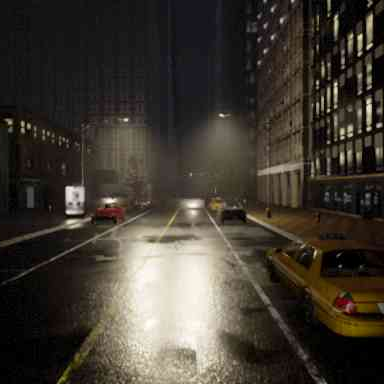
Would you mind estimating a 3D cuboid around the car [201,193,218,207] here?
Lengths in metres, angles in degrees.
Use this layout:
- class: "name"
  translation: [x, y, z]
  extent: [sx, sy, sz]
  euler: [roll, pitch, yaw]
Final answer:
- class: "car"
  translation: [2.698, 0.991, 45.190]
  extent: [2.192, 1.841, 5.009]
  euler: [0, 0, 0]

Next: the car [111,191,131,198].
- class: "car"
  translation: [-18.583, 0.696, 86.778]
  extent: [5.009, 1.841, 2.192]
  euler: [0, 1, 1]

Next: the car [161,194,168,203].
- class: "car"
  translation: [-5.678, 1.038, 56.237]
  extent: [1.967, 1.590, 4.097]
  euler: [0, 0, 0]

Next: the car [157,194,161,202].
- class: "car"
  translation: [-5.681, 1.257, 45.190]
  extent: [1.802, 1.307, 4.206]
  euler: [0, 0, 0]

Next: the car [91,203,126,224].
- class: "car"
  translation: [-5.687, 1.413, 23.094]
  extent: [1.802, 1.307, 4.206]
  euler: [0, 0, 0]

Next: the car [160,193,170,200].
- class: "car"
  translation: [-5.803, 1.037, 71.438]
  extent: [1.887, 1.381, 4.507]
  euler: [0, 0, 0]

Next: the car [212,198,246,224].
- class: "car"
  translation: [2.693, 1.383, 23.095]
  extent: [2.008, 1.369, 4.403]
  euler: [0, 0, 0]

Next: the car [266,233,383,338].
- class: "car"
  translation: [2.688, 1.476, 6.691]
  extent: [1.752, 1.417, 4.829]
  euler: [0, 0, 0]

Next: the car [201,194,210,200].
- class: "car"
  translation: [2.837, 1.065, 72.812]
  extent: [1.802, 1.307, 4.206]
  euler: [0, 0, 0]

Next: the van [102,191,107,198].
- class: "van"
  translation: [-24.123, 0.713, 86.838]
  extent: [3.998, 1.788, 1.690]
  euler: [0, 1, 1]

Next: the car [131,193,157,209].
- class: "car"
  translation: [-5.683, 1.154, 39.665]
  extent: [1.967, 1.590, 4.097]
  euler: [0, 0, 0]

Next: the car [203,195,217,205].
- class: "car"
  translation: [2.701, 1.182, 50.715]
  extent: [1.887, 1.381, 4.507]
  euler: [0, 0, 0]

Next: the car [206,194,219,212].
- class: "car"
  translation: [2.696, 1.278, 34.312]
  extent: [1.752, 1.417, 4.829]
  euler: [0, 0, 0]
